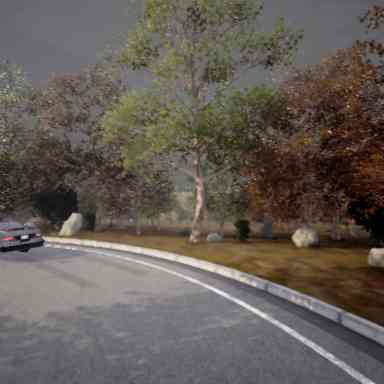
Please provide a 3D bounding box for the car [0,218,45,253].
[{"bbox_3d":[-8.293,1.736,13.203,5.357,1.411,2.033,-1,0,27],"label":"car"}]
